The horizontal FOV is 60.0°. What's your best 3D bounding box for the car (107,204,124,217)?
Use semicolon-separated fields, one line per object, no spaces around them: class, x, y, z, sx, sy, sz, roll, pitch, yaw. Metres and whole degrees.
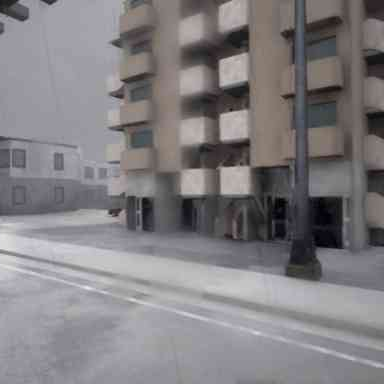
car;-6.043;1.862;33.066;5.357;1.415;2.033;0;0;35
